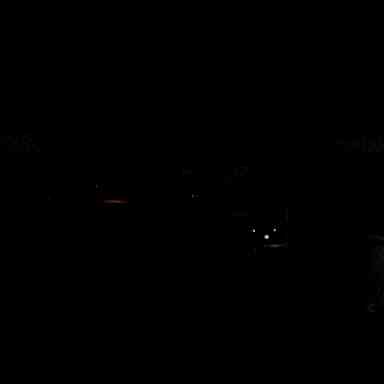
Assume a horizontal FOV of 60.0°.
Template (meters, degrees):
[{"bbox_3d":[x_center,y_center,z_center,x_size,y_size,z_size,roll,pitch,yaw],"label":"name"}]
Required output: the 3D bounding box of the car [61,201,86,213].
[{"bbox_3d":[-16.926,2.079,47.241,1.837,1.490,4.892,2,-2,-39],"label":"car"}]

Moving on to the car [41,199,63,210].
[{"bbox_3d":[-23.184,1.998,54.872,2.097,1.767,4.553,2,-2,-40],"label":"car"}]

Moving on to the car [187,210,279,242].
[{"bbox_3d":[1.838,1.660,17.109,2.033,1.411,5.357,2,-2,-35],"label":"car"}]

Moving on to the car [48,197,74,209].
[{"bbox_3d":[-17.242,1.676,43.064,2.150,2.045,5.566,2,-2,-38],"label":"car"}]

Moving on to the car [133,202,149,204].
[{"bbox_3d":[-3.837,1.585,25.138,2.097,1.767,4.553,2,-2,-36],"label":"car"}]

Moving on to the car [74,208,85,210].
[{"bbox_3d":[-9.785,1.847,33.250,1.837,1.490,4.892,2,-2,-37],"label":"car"}]

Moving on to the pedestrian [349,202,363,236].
[{"bbox_3d":[8.647,1.405,17.626,0.375,1.860,0.375,1,-1,-35],"label":"pedestrian"}]
